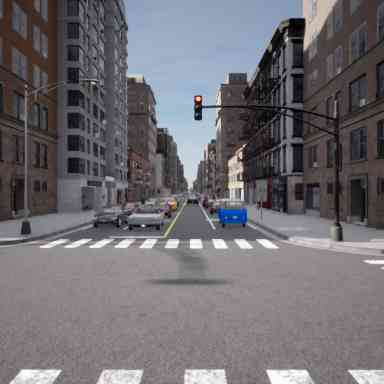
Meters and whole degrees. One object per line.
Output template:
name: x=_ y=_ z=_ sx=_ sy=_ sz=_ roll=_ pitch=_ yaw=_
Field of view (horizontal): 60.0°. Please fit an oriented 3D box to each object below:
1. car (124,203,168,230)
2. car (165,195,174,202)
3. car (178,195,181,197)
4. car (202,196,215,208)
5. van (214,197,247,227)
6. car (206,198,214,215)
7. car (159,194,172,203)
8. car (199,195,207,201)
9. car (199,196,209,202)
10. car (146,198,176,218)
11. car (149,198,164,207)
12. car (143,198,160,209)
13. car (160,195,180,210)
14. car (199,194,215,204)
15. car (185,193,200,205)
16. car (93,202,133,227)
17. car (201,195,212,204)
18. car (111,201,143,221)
car: x=-2.811 y=1.600 z=21.121 sx=1.895 sy=1.301 sz=4.718 roll=0 pitch=0 yaw=-1
car: x=-5.353 y=1.409 z=79.232 sx=1.967 sy=1.590 sz=4.097 roll=0 pitch=0 yaw=0
car: x=-2.788 y=1.591 z=50.018 sx=1.895 sy=1.301 sz=4.718 roll=0 pitch=0 yaw=0
car: x=2.657 y=1.576 z=45.144 sx=1.802 sy=1.307 sz=4.206 roll=0 pitch=0 yaw=0
van: x=2.647 y=1.340 z=22.419 sx=1.690 sy=1.788 sz=3.998 roll=0 pitch=0 yaw=0
car: x=2.652 y=1.580 z=33.781 sx=1.802 sy=1.307 sz=4.206 roll=0 pitch=0 yaw=0
car: x=-5.358 y=1.292 z=67.868 sx=2.192 sy=1.841 sz=5.009 roll=0 pitch=0 yaw=0
car: x=2.675 y=1.530 z=84.913 sx=1.947 sy=1.339 sz=4.313 roll=0 pitch=0 yaw=0
car: x=2.670 y=1.524 z=73.550 sx=2.008 sy=1.369 sz=4.403 roll=0 pitch=0 yaw=0
car: x=-2.833 y=1.562 z=30.266 sx=1.994 sy=1.385 sz=4.181 roll=0 pitch=0 yaw=0
car: x=-5.365 y=1.556 z=50.823 sx=1.947 sy=1.339 sz=4.313 roll=0 pitch=0 yaw=0
car: x=-5.368 y=1.519 z=44.971 sx=1.752 sy=1.417 sz=4.829 roll=0 pitch=0 yaw=0
car: x=-2.826 y=1.474 z=39.912 sx=1.882 sy=1.535 sz=5.008 roll=0 pitch=0 yaw=0
car: x=2.660 y=1.305 z=50.825 sx=2.192 sy=1.841 sz=5.009 roll=0 pitch=0 yaw=0
car: x=0.135 y=1.463 z=56.841 sx=1.882 sy=1.535 sz=5.008 roll=0 pitch=0 yaw=0
car: x=-5.378 y=1.549 z=22.413 sx=2.008 sy=1.369 sz=4.403 roll=0 pitch=0 yaw=0
car: x=2.665 y=1.422 z=62.188 sx=1.967 sy=1.590 sz=4.097 roll=0 pitch=0 yaw=0
car: x=-5.376 y=1.543 z=28.095 sx=1.887 sy=1.381 sz=4.507 roll=0 pitch=0 yaw=0
